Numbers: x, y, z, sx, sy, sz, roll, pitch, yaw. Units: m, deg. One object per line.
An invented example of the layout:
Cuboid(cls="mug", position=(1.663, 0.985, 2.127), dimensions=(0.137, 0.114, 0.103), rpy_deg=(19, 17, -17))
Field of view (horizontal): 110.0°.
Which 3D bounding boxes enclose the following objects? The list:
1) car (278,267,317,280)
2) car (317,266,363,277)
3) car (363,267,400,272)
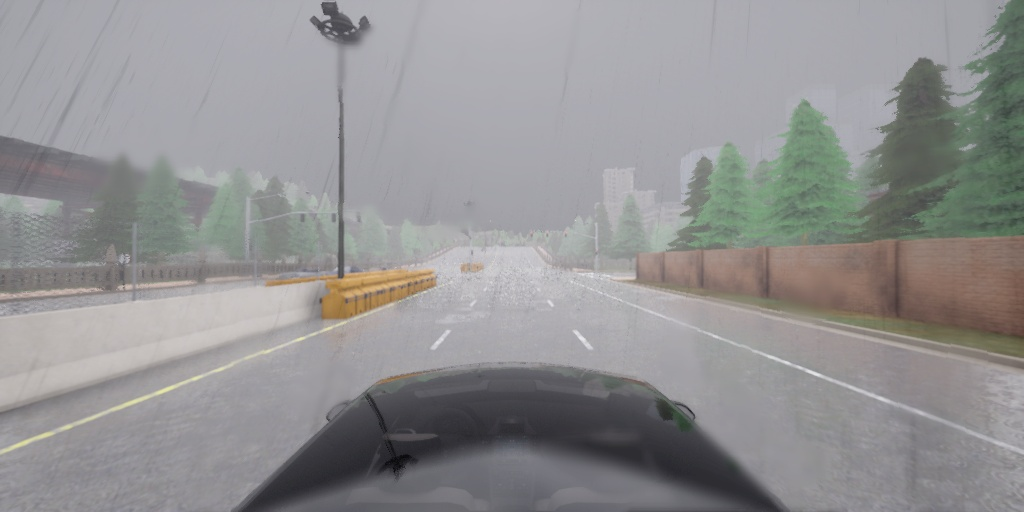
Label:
Cuboid(cls="car", position=(-17.520, 1.621, 30.470), dimensions=(1.895, 1.301, 4.718), rpy_deg=(0, -1, 0))
Cuboid(cls="car", position=(-14.022, 1.545, 30.207), dimensions=(1.812, 1.442, 4.674), rpy_deg=(0, -1, 0))
Cuboid(cls="car", position=(-10.520, 1.621, 30.474), dimensions=(1.895, 1.301, 4.718), rpy_deg=(0, -1, 0))
